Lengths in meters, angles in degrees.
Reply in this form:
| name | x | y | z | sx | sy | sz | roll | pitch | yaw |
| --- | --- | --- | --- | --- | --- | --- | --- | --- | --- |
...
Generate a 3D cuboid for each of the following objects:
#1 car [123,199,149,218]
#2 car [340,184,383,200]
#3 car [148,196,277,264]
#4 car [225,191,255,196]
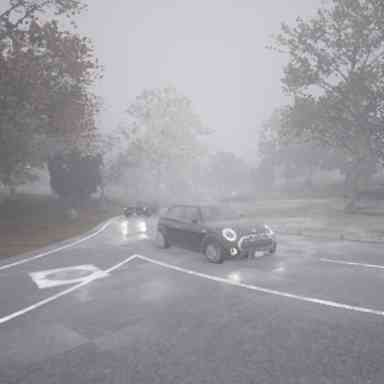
| name | x | y | z | sx | sy | sz | roll | pitch | yaw |
| --- | --- | --- | --- | --- | --- | --- | --- | --- | --- |
| car | -3.863 | 1.260 | 26.375 | 1.895 | 1.301 | 4.718 | -1 | 1 | 8 |
| car | 21.706 | 0.023 | 41.876 | 5.566 | 2.045 | 2.150 | 0 | 0 | 16 |
| car | 0.629 | 1.156 | 11.246 | 2.097 | 1.767 | 4.553 | -2 | 1 | -35 |
| car | 5.671 | 0.644 | 42.001 | 5.008 | 1.535 | 1.882 | -2 | 1 | -31 |
